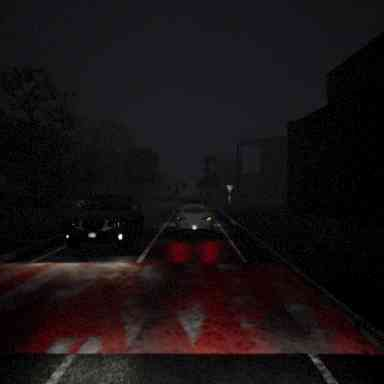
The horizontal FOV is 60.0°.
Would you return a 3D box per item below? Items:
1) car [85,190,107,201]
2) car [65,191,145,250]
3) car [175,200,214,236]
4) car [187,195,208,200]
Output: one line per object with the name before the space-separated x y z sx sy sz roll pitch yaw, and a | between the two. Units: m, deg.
car | -16.292 0.569 56.758 1.882 1.535 5.008 0 2 6
car | -3.332 1.050 13.898 2.150 2.045 5.566 0 1 0
car | 0.107 1.315 16.939 1.812 1.442 4.674 0 0 0
car | 0.475 1.062 32.282 1.882 1.535 5.008 0 1 4
